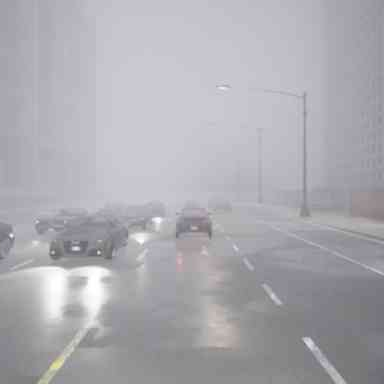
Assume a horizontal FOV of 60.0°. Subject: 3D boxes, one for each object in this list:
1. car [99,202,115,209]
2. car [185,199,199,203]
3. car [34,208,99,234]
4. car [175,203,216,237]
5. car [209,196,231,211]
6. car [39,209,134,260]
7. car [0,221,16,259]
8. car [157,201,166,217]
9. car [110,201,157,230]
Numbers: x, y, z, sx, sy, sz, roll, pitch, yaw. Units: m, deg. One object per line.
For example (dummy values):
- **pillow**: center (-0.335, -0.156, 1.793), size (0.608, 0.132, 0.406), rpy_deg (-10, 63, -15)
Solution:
- **car**: center (-7.011, 1.586, 29.256), size (1.895, 1.301, 4.718), rpy_deg (0, 0, 0)
- **car**: center (0.025, 1.579, 42.484), size (1.895, 1.301, 4.718), rpy_deg (0, 0, 1)
- **car**: center (-7.085, 1.591, 18.956), size (1.895, 1.301, 4.718), rpy_deg (0, 0, 0)
- **car**: center (0.085, 1.516, 17.906), size (1.812, 1.442, 4.674), rpy_deg (0, 0, 0)
- **car**: center (3.498, 1.471, 39.208), size (2.128, 1.511, 4.902), rpy_deg (0, 0, 0)
- **car**: center (-3.596, 1.558, 12.278), size (1.994, 1.385, 4.181), rpy_deg (0, 0, 0)
- **car**: center (-7.099, 1.487, 9.685), size (2.128, 1.511, 4.902), rpy_deg (0, 0, 0)
- **car**: center (-3.502, 1.548, 31.064), size (1.994, 1.385, 4.181), rpy_deg (0, 0, 0)
- **car**: center (-3.577, 1.515, 21.055), size (1.812, 1.442, 4.674), rpy_deg (0, 0, 0)
